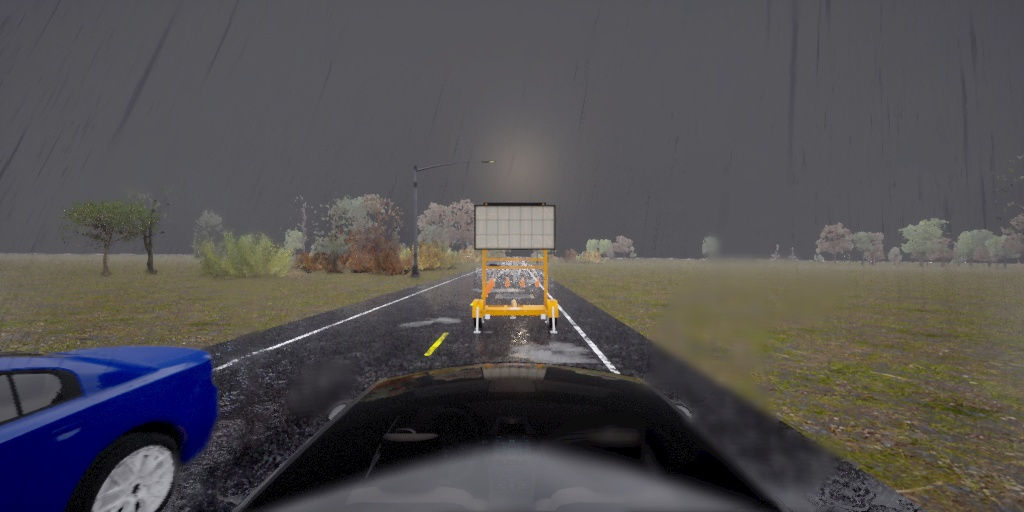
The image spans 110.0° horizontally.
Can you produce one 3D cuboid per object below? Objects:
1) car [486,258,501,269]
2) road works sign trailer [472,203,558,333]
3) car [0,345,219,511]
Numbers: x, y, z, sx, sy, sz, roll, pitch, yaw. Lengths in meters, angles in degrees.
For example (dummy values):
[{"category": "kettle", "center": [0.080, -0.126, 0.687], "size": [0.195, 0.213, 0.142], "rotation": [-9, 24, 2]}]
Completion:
[{"category": "car", "center": [-2.842, 1.134, 55.468], "size": [2.097, 1.767, 4.553], "rotation": [0, 0, 1]}, {"category": "road works sign trailer", "center": [0.084, 0.218, 10.737], "size": [2.380, 3.560, 2.880], "rotation": [0, 0, 0]}, {"category": "car", "center": [-3.603, 1.227, 1.122], "size": [1.882, 1.535, 5.008], "rotation": [0, 0, 0]}]
